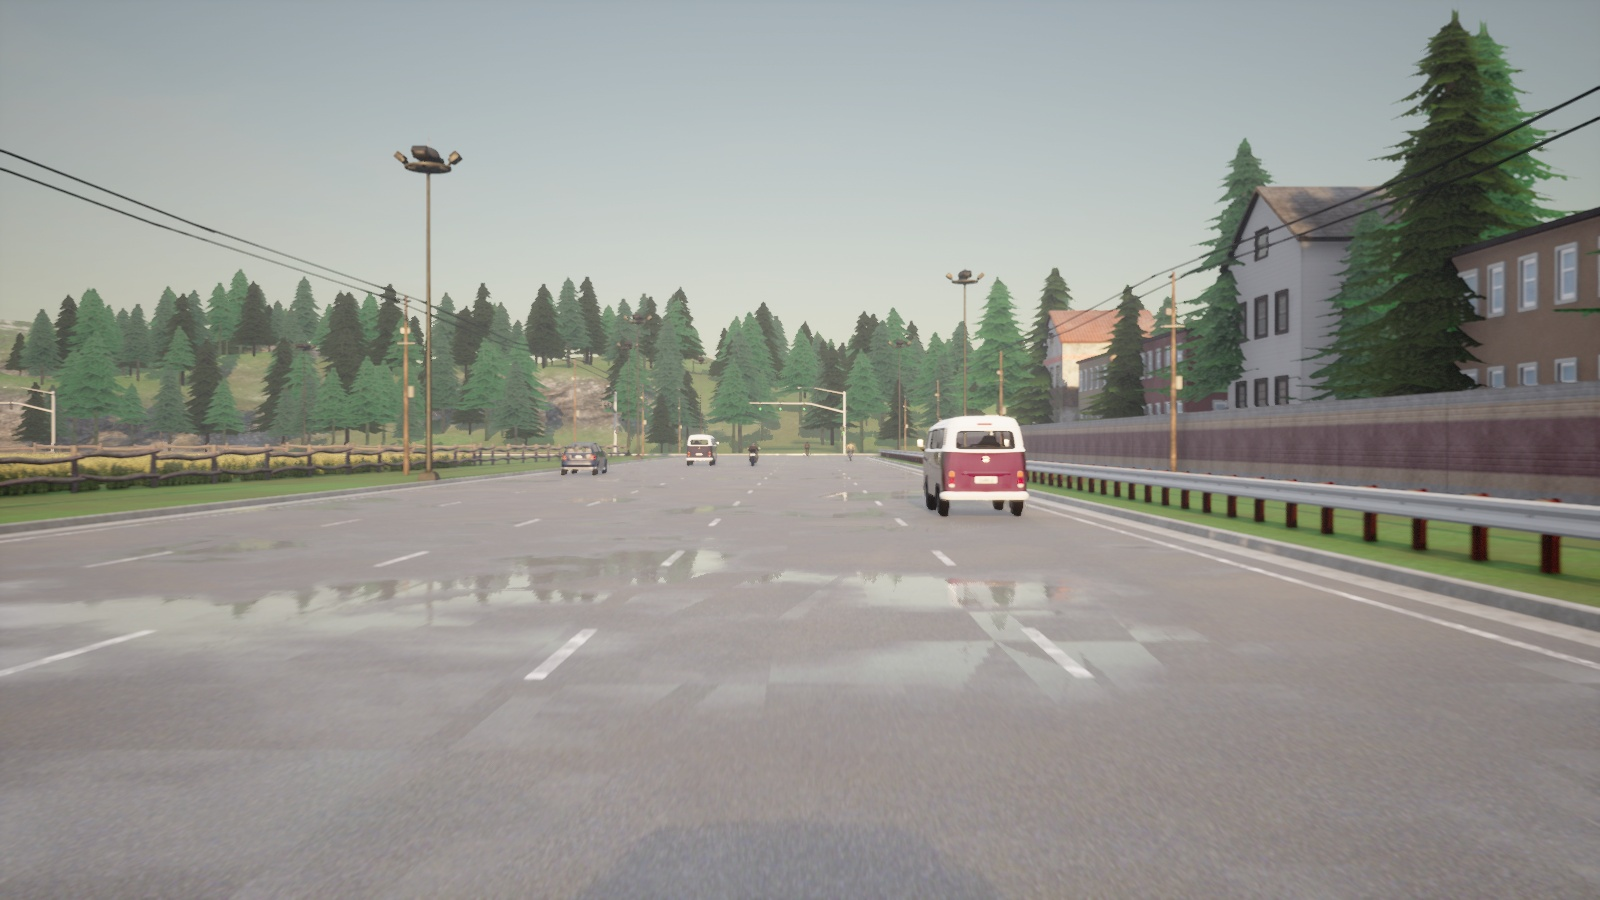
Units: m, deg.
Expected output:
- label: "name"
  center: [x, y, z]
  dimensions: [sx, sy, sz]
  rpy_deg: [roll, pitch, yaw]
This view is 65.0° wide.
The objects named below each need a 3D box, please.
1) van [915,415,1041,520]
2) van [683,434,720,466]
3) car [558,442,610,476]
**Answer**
- label: "van"
  center: [3.667, 0.323, 26.712]
  dimensions: [2.069, 2.038, 4.480]
  rpy_deg: [0, 0, 0]
- label: "van"
  center: [-6.514, -0.003, 83.277]
  dimensions: [2.069, 2.038, 4.480]
  rpy_deg: [0, 0, 0]
- label: "car"
  center: [-10.151, 0.386, 59.260]
  dimensions: [1.789, 1.549, 3.705]
  rpy_deg: [0, 1, 0]
